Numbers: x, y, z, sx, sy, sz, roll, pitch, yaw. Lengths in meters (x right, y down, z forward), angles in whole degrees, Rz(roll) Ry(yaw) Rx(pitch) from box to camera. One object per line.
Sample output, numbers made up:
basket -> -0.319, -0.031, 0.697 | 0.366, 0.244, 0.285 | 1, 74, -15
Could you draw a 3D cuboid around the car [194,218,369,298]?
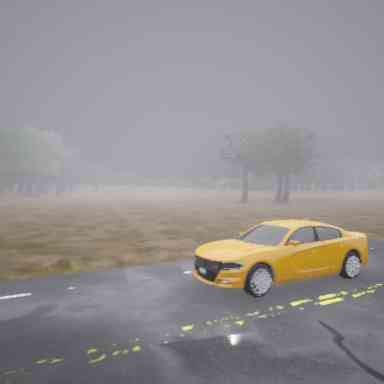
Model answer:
car -> 2.420, 1.479, 8.633 | 5.008, 1.535, 1.882 | 0, 0, -29
